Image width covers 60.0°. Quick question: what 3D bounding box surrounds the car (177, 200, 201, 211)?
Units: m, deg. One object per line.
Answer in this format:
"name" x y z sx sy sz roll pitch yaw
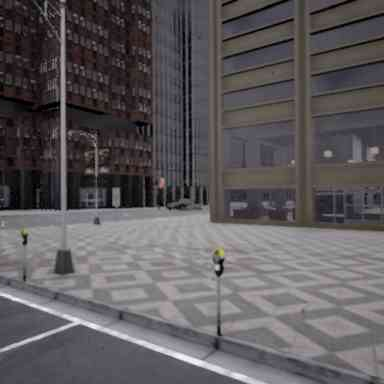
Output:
"car" -0.165 2.598 57.657 1.994 1.385 4.181 -1 -1 36

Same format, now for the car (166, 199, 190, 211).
"car" -2.292 2.301 60.277 2.150 2.045 5.566 -1 -1 35
